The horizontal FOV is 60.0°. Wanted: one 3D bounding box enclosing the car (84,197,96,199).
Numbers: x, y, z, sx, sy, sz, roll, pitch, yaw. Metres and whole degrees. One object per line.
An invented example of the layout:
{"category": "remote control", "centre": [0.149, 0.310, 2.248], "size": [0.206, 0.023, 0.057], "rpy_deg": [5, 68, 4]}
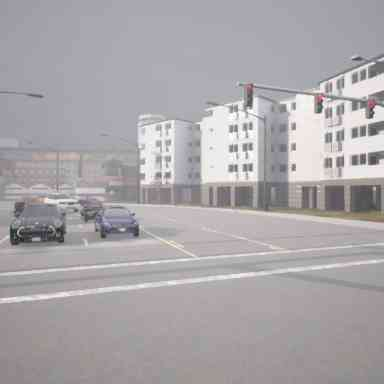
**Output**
{"category": "car", "centre": [-14.971, 1.393, 46.716], "size": [4.902, 1.511, 2.128], "rpy_deg": [0, 0, 38]}

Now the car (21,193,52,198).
{"category": "car", "centre": [-15.847, 1.284, 32.659], "size": [2.097, 1.767, 4.553], "rpy_deg": [0, 0, -41]}

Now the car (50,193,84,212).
{"category": "car", "centre": [-14.191, 1.148, 36.191], "size": [2.150, 2.045, 5.566], "rpy_deg": [0, 0, -42]}

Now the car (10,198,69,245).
{"category": "car", "centre": [-7.058, 1.334, 15.623], "size": [2.097, 1.767, 4.553], "rpy_deg": [0, 0, -19]}

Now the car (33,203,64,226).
{"category": "car", "centre": [-10.387, 1.560, 23.971], "size": [1.895, 1.301, 4.718], "rpy_deg": [0, 0, -25]}

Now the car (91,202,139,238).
{"category": "car", "centre": [-4.127, 1.506, 17.819], "size": [1.812, 1.442, 4.674], "rpy_deg": [0, 0, -22]}

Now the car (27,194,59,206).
{"category": "car", "centre": [-23.520, 1.229, 52.357], "size": [4.553, 1.767, 2.097], "rpy_deg": [0, 0, 25]}

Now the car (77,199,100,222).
{"category": "car", "centre": [-7.485, 1.522, 25.852], "size": [1.994, 1.385, 4.181], "rpy_deg": [0, 0, -25]}
